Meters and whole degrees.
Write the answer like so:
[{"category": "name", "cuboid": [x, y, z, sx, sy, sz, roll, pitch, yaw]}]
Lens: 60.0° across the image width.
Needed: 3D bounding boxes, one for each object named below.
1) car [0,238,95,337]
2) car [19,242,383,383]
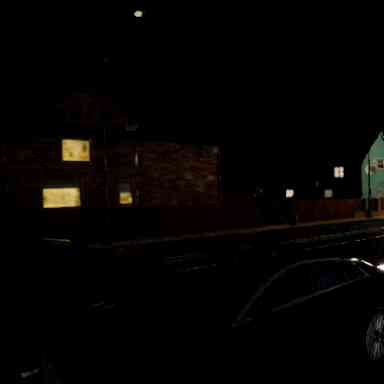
[{"category": "car", "cuboid": [-3.001, 1.542, 5.536, 5.357, 1.411, 2.033, 0, 0, -35]}, {"category": "car", "cuboid": [0.746, 1.471, 4.214, 4.902, 1.511, 2.128, 0, 0, -35]}]
